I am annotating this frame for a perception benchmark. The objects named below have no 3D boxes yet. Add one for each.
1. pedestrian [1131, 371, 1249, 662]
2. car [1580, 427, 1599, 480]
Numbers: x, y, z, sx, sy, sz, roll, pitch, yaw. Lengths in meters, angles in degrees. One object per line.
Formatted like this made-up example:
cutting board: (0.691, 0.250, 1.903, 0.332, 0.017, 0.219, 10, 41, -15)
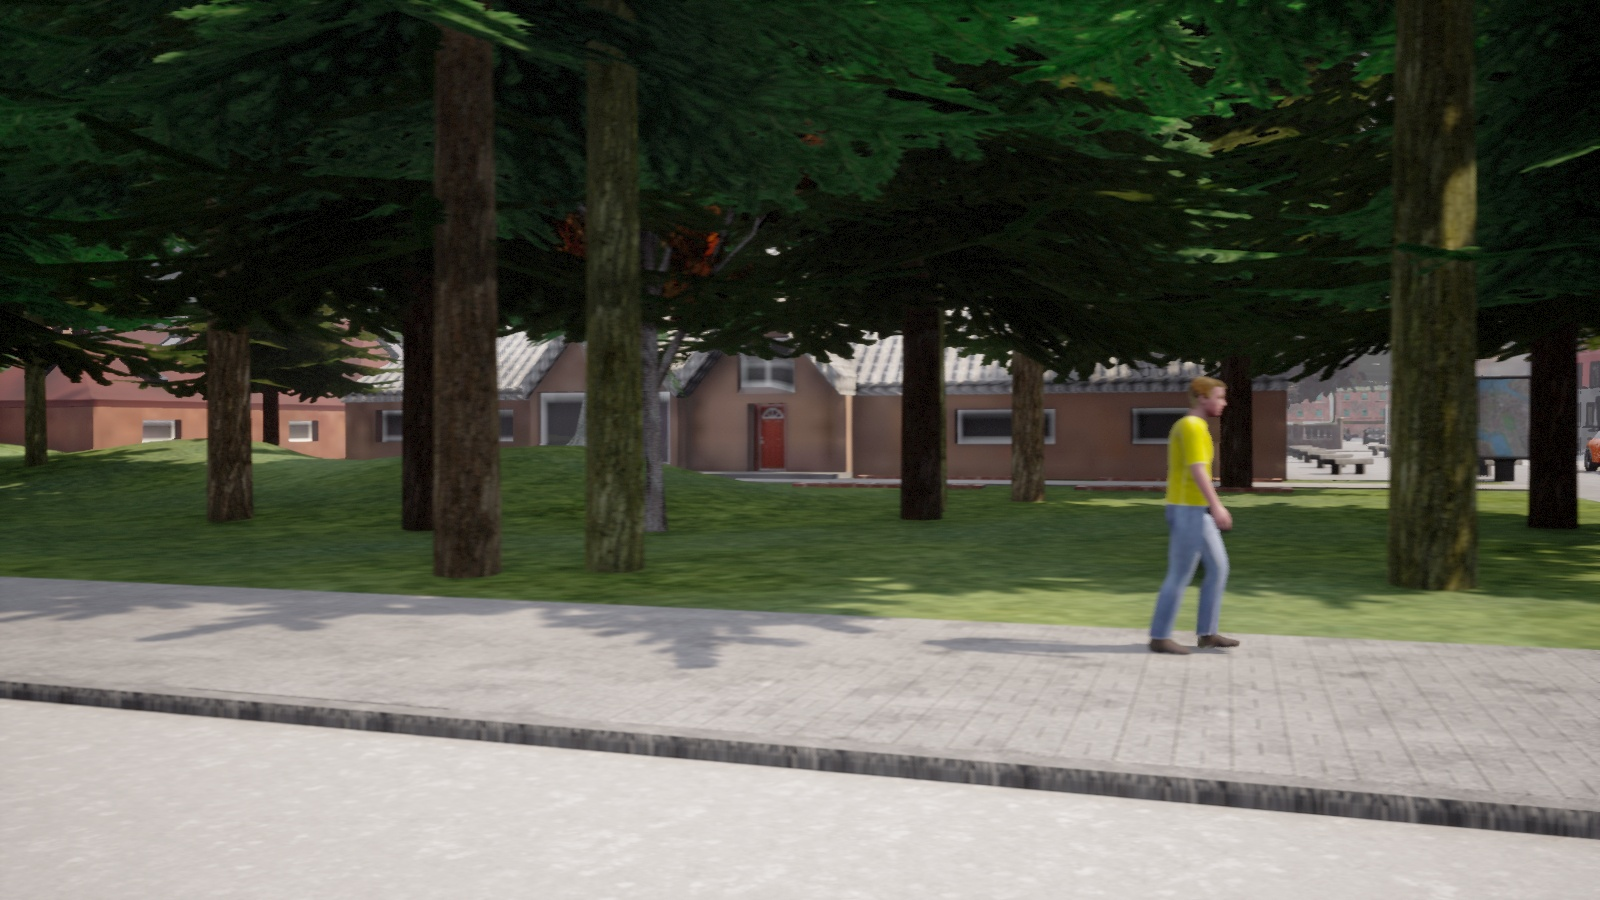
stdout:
pedestrian: (2.534, 0.415, 8.177, 0.706, 1.836, 0.354, 1, 1, 18)
car: (27.948, 0.118, 42.079, 2.097, 1.767, 4.553, 1, 1, 19)
